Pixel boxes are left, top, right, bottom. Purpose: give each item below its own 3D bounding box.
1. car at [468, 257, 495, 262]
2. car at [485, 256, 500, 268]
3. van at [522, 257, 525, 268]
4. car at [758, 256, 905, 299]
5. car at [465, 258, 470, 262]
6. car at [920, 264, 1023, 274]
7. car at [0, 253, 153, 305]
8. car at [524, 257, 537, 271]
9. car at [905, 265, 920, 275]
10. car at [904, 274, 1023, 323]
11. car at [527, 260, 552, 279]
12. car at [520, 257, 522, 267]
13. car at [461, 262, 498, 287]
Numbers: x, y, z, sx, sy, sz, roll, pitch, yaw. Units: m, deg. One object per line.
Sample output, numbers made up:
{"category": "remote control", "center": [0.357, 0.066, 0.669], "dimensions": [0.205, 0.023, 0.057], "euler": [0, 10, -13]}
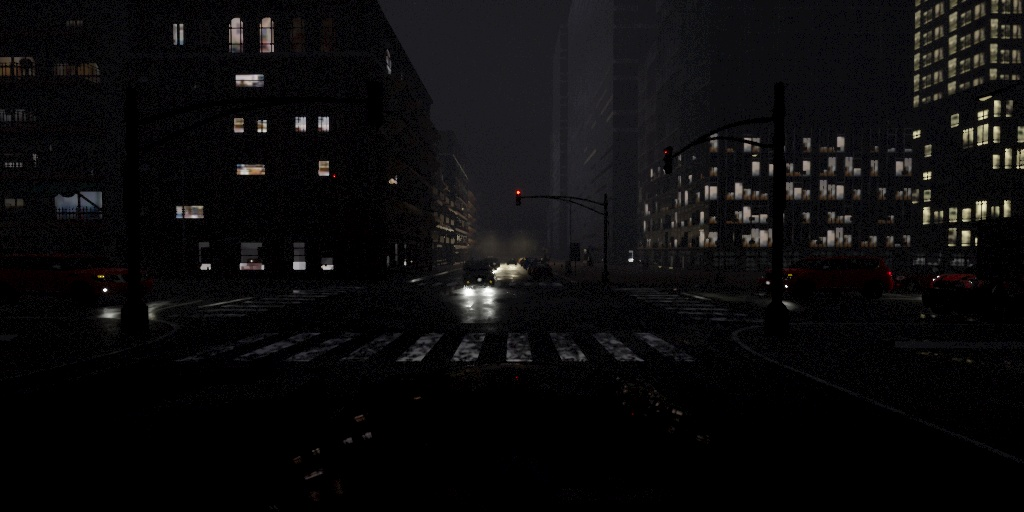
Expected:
{"category": "car", "center": [-3.123, 1.222, 37.246], "dimensions": [1.837, 1.490, 4.892], "euler": [0, 1, 0]}
{"category": "car", "center": [-3.119, 1.055, 49.250], "dimensions": [2.097, 1.767, 4.553], "euler": [0, 0, 0]}
{"category": "van", "center": [2.626, 1.045, 49.406], "dimensions": [1.690, 1.789, 3.998], "euler": [0, 0, 0]}
{"category": "car", "center": [15.704, 1.020, 18.088], "dimensions": [5.566, 2.045, 2.150], "euler": [0, 1, 1]}
{"category": "car", "center": [-5.722, 1.270, 49.367], "dimensions": [1.948, 1.339, 4.313], "euler": [0, 0, 0]}
{"category": "car", "center": [24.095, 1.189, 17.978], "dimensions": [4.553, 1.767, 2.097], "euler": [0, 1, 1]}
{"category": "car", "center": [-18.849, 0.911, 15.336], "dimensions": [5.566, 2.045, 2.150], "euler": [0, 1, 1]}
{"category": "car", "center": [2.633, 1.159, 38.114], "dimensions": [1.967, 1.591, 4.097], "euler": [0, 0, 0]}
{"category": "car", "center": [23.361, 1.230, 20.722], "dimensions": [4.097, 1.591, 1.967], "euler": [0, 0, 1]}
{"category": "car", "center": [16.708, 1.445, 12.171], "dimensions": [4.403, 1.370, 2.007], "euler": [0, 0, 1]}
{"category": "car", "center": [2.637, 1.272, 32.468], "dimensions": [1.888, 1.381, 4.507], "euler": [0, 0, 0]}
{"category": "car", "center": [2.622, 1.240, 55.052], "dimensions": [1.888, 1.381, 4.507], "euler": [0, 0, 0]}
{"category": "car", "center": [-2.421, 1.301, 24.340], "dimensions": [1.994, 1.385, 4.181], "euler": [0, 0, -12]}
